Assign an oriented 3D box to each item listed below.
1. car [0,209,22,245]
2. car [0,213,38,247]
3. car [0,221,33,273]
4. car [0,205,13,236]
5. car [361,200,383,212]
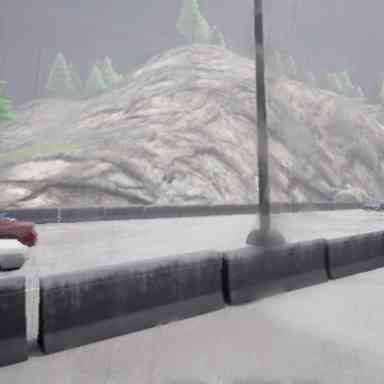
[{"bbox_3d":[-9.958,1.525,14.086,4.674,1.442,1.812,0,0,-35],"label":"car"},{"bbox_3d":[-7.945,1.477,11.223,5.008,1.535,1.882,0,0,-35],"label":"car"},{"bbox_3d":[-6.586,1.596,7.893,4.718,1.301,1.895,0,0,-35],"label":"car"},{"bbox_3d":[-12.062,1.477,16.884,5.008,1.535,1.882,0,0,-35],"label":"car"},{"bbox_3d":[23.746,1.771,42.401,5.357,1.411,2.033,0,0,-35],"label":"car"}]
